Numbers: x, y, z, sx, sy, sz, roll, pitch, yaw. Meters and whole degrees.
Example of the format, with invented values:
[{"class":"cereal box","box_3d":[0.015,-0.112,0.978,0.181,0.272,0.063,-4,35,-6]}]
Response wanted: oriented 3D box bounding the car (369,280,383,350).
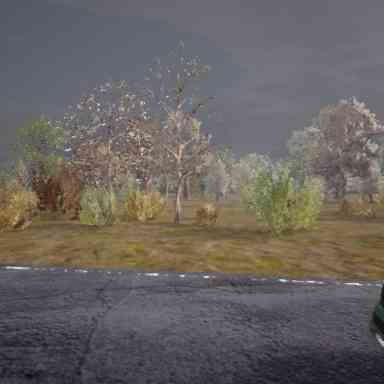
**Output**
[{"class":"car","box_3d":[4.493,1.350,3.384,4.553,1.767,2.097,0,0,11]}]
